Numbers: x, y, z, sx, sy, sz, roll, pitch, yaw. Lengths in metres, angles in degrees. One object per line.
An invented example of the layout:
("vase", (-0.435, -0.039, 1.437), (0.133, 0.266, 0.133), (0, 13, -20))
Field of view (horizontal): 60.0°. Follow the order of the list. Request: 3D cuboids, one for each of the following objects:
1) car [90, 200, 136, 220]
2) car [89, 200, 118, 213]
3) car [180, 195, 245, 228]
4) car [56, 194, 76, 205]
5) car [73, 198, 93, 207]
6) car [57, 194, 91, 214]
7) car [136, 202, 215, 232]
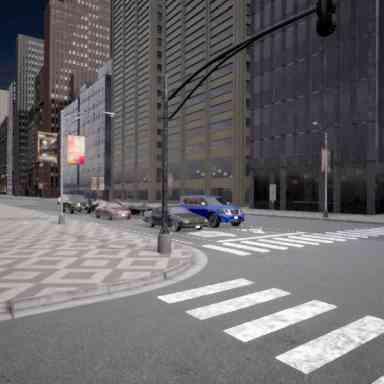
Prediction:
("car", (-6.893, 1.584, 28.736), (1.812, 1.442, 4.674), (1, -1, -36))
("car", (-10.605, 1.651, 39.531), (1.812, 1.442, 4.674), (1, -1, -35))
("car", (1.131, 1.267, 23.092), (2.150, 2.045, 5.566), (1, -1, -36))
("car", (-24.738, 1.489, 65.205), (2.150, 2.045, 5.566), (1, -1, -36))
("car", (-18.646, 1.733, 56.687), (1.837, 1.490, 4.892), (1, -1, -35))
("car", (-13.117, 1.322, 37.461), (2.150, 2.045, 5.566), (1, -1, -36))
("car", (-1.197, 1.567, 20.769), (2.033, 1.411, 5.357), (1, -1, -35))
